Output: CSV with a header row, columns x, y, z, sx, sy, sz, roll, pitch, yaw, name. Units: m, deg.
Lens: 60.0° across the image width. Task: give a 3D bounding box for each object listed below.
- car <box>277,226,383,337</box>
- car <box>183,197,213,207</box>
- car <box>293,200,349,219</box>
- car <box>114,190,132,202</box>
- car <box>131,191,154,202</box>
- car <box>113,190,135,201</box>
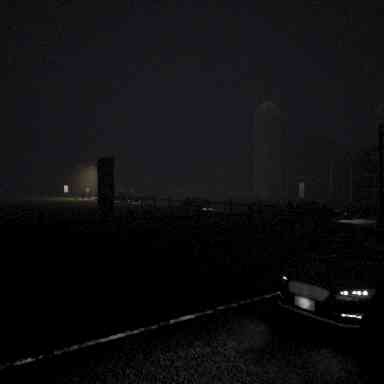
x,y,z,sx,sy,sz,roll,pitch,yaw,name
3.765,1.488,6.682,4.902,1.511,2.128,0,0,-36,car
0.742,1.256,41.254,1.994,1.385,4.181,-1,1,-36,car
10.494,1.378,27.443,1.812,1.442,4.674,-1,1,-33,car
-11.558,0.713,58.449,2.150,2.045,5.566,-1,0,-35,car
-8.285,0.973,58.697,2.128,1.511,4.902,-1,1,-36,car
-13.616,0.613,66.054,2.150,2.045,5.566,-1,1,-36,car
